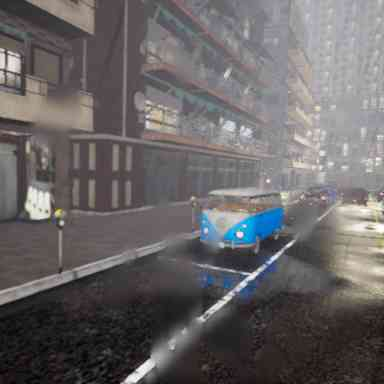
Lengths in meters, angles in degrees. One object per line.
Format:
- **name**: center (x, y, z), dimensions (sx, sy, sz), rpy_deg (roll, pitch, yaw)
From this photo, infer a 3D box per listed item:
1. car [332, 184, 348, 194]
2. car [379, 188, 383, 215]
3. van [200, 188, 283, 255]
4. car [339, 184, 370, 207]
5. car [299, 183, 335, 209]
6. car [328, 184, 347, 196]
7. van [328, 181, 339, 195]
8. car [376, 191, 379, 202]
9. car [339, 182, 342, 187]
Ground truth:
- **car**: center (22.239, -0.487, 49.785), dimensions (1.887, 1.381, 4.507), rpy_deg (3, 3, 27)
- **car**: center (12.449, 0.560, 19.411), dimensions (2.150, 2.045, 5.566), rpy_deg (4, 4, 28)
- **van**: center (1.690, 0.781, 10.455), dimensions (1.690, 1.788, 3.998), rpy_deg (3, 3, 27)
- **car**: center (14.081, 0.350, 28.625), dimensions (1.882, 1.535, 5.008), rpy_deg (4, 4, 27)
- **car**: center (9.395, 0.330, 25.205), dimensions (1.967, 1.590, 4.097), rpy_deg (3, 3, 27)
- **car**: center (19.669, -0.281, 44.872), dimensions (1.947, 1.339, 4.313), rpy_deg (3, 3, 27)
- **van**: center (11.967, 0.047, 30.115), dimensions (1.690, 1.788, 3.998), rpy_deg (3, 3, 27)
- **car**: center (19.884, 0.331, 33.667), dimensions (1.812, 1.442, 4.674), rpy_deg (4, 4, 28)
- **car**: center (17.107, -0.347, 39.943), dimensions (2.192, 1.841, 5.009), rpy_deg (3, 3, 27)
